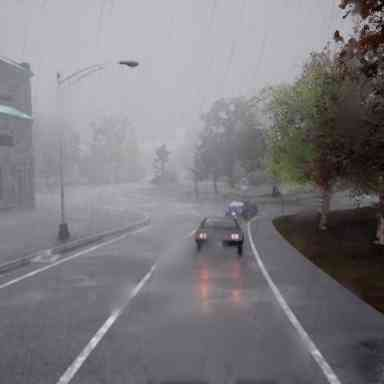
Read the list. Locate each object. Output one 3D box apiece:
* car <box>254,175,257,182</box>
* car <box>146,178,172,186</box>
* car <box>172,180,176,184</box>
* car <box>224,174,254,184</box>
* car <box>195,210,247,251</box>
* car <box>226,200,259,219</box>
[{"bbox_3d":[11.643,-2.873,74.111,5.566,2.045,2.150,2,5,18],"label":"car"},{"bbox_3d":[-7.106,-2.033,68.582,4.718,1.301,1.895,-4,6,-35],"label":"car"},{"bbox_3d":[-5.979,-2.435,73.098,4.718,1.301,1.895,-3,6,-30],"label":"car"},{"bbox_3d":[9.758,-2.631,71.369,5.566,2.045,2.150,2,5,18],"label":"car"},{"bbox_3d":[1.261,1.714,14.769,1.895,1.301,4.718,1,0,6],"label":"car"},{"bbox_3d":[4.232,1.372,28.098,1.812,1.442,4.674,2,4,25],"label":"car"}]
